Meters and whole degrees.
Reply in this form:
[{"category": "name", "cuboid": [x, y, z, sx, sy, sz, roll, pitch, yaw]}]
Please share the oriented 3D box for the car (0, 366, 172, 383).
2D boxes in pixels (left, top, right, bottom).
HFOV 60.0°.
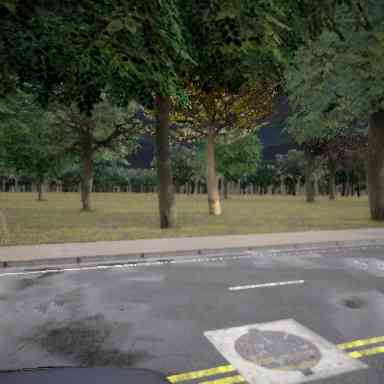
[{"category": "car", "cuboid": [-2.387, 1.548, 1.274, 5.357, 1.411, 2.033, 0, 0, -19]}]
